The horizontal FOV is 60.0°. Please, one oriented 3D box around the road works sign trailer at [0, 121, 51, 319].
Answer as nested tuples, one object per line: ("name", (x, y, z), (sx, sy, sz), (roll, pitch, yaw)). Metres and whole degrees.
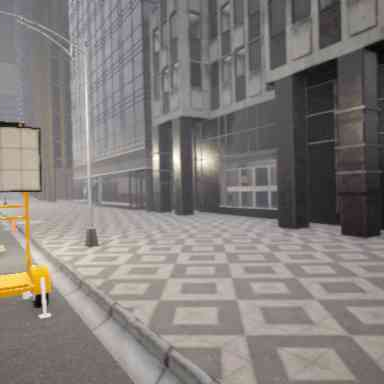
("road works sign trailer", (-4.200, 0.425, 6.397), (2.380, 3.560, 2.880), (-2, 1, -33))
